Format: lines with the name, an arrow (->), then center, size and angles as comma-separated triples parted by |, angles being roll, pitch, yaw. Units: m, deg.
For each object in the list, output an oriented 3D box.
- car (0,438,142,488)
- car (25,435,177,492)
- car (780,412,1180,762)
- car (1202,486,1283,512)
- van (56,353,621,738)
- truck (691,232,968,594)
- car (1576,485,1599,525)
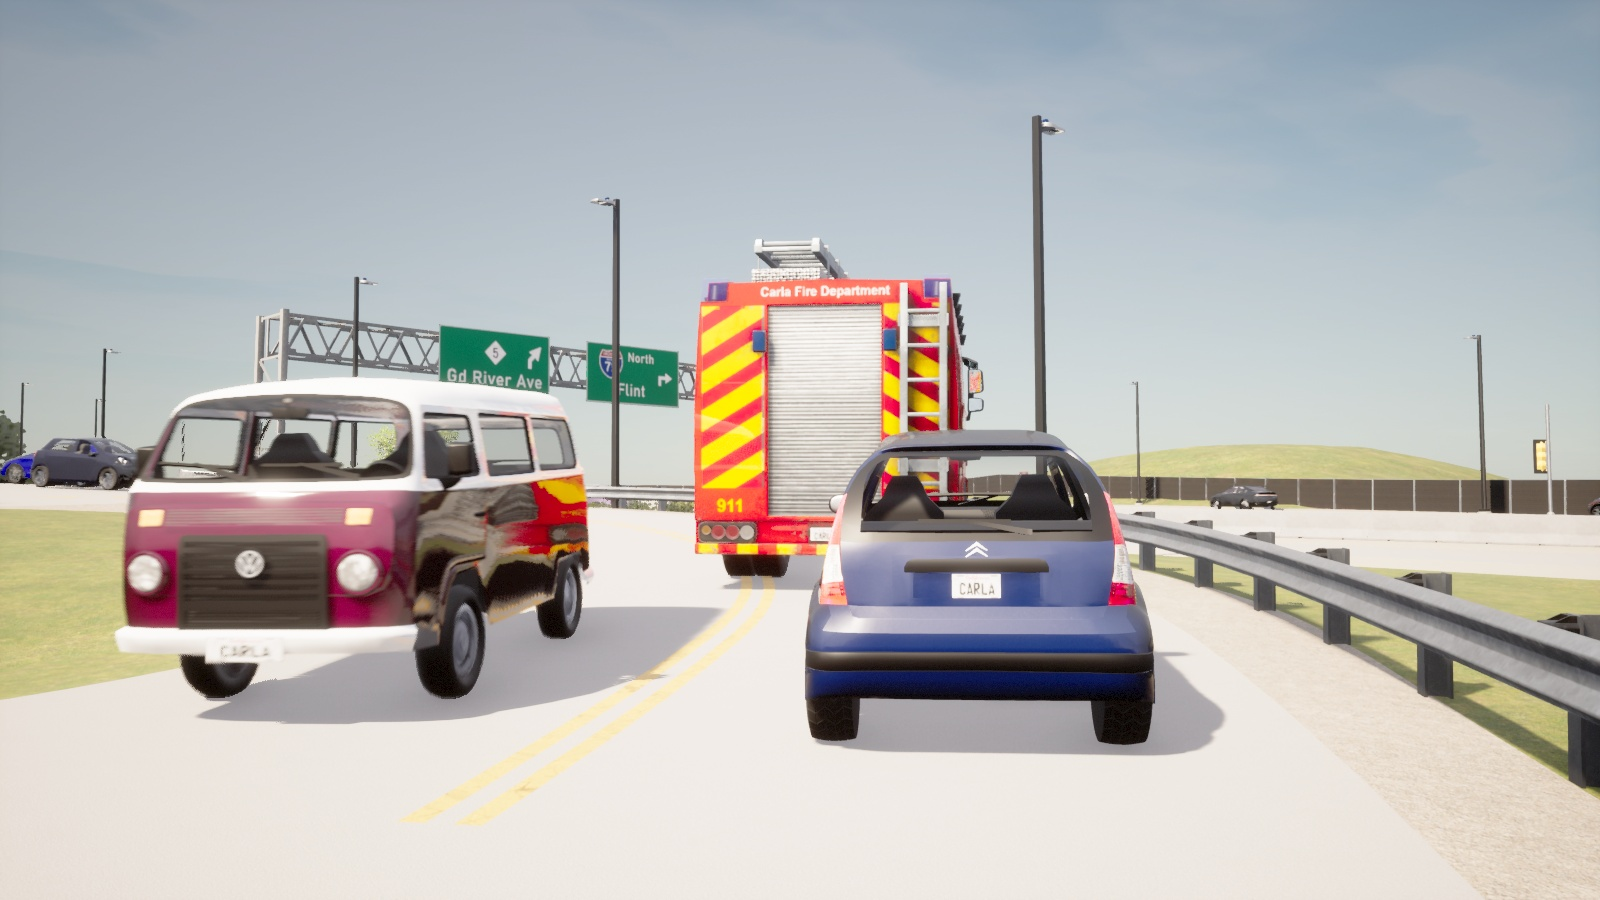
car -> -24.221, 0.428, 41.470 | 4.193, 1.474, 1.816 | 1, -2, 15
car -> -20.401, 0.402, 36.682 | 3.633, 1.501, 1.845 | 2, -2, 18
car -> 1.056, 0.646, 7.898 | 1.851, 1.617, 3.988 | -1, 0, 7
car -> 26.884, 2.942, 76.425 | 2.128, 1.511, 4.902 | 1, -2, -18
van -> -2.817, 0.513, 8.977 | 2.069, 2.038, 4.480 | -1, 0, 5
truck -> 0.859, -0.378, 17.673 | 2.891, 3.827, 8.468 | 0, 0, 8
car -> 34.798, 2.301, 51.536 | 2.033, 1.649, 4.856 | 1, -1, -18
